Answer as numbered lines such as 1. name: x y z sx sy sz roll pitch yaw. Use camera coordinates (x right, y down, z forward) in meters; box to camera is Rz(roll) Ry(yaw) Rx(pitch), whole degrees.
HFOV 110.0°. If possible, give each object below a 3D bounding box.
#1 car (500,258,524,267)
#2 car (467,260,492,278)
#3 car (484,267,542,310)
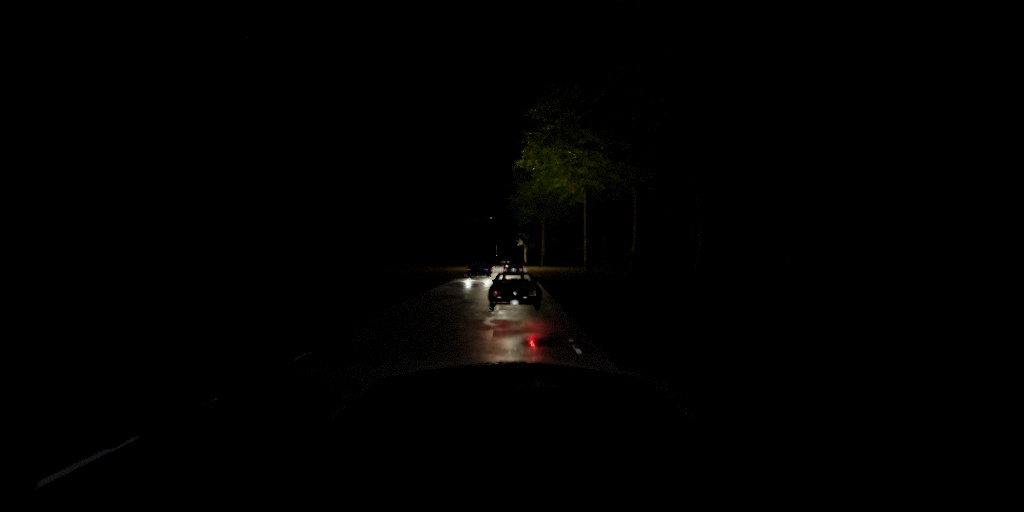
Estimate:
1. car: 0.106 1.158 31.958 2.033 1.411 5.357 0 0 0
2. car: -2.835 1.089 31.746 1.882 1.535 5.008 0 0 0
3. car: 0.100 1.286 14.383 1.895 1.301 4.718 0 0 0
